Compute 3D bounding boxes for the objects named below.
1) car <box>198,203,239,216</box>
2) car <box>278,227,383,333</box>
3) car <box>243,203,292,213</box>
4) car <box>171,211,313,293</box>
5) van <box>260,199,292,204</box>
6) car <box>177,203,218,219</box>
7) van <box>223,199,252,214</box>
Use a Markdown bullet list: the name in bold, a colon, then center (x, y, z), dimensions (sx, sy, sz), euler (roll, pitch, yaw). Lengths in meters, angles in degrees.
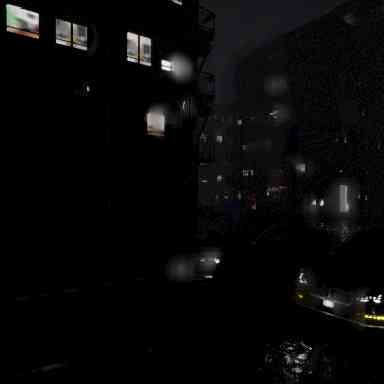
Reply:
- **car**: center (1.699, 1.874, 28.653), dimensions (1.802, 1.307, 4.206), euler (-1, 0, -36)
- **car**: center (4.115, 1.504, 6.645), dimensions (4.892, 1.490, 1.837), euler (0, 0, -36)
- **car**: center (6.486, 1.824, 26.511), dimensions (1.895, 1.301, 4.718), euler (0, -1, -37)
- **car**: center (1.758, 1.491, 8.955), dimensions (4.902, 1.511, 2.128), euler (0, 0, -36)
- **van**: center (8.424, 1.602, 33.589), dimensions (1.690, 1.788, 3.998), euler (-1, 0, -36)
- **car**: center (0.483, 1.881, 34.646), dimensions (1.812, 1.442, 4.674), euler (0, -1, -37)
- **van**: center (5.096, 1.676, 38.095), dimensions (1.690, 1.788, 3.998), euler (-1, 0, -36)
